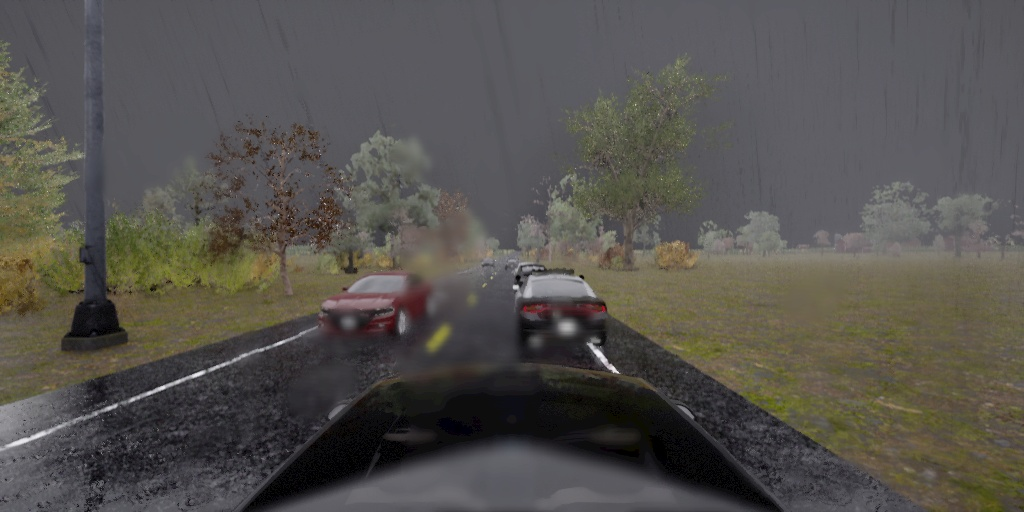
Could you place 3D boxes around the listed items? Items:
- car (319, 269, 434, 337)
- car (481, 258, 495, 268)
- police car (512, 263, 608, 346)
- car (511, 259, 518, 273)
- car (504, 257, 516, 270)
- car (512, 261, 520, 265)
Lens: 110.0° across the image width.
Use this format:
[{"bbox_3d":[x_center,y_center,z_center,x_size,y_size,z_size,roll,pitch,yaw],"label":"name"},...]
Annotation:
[{"bbox_3d":[-3.599,1.193,10.413,1.882,1.535,5.008,0,0,0],"label":"car"},{"bbox_3d":[-3.574,1.017,54.095,1.837,1.490,4.892,0,0,0],"label":"car"},{"bbox_3d":[1.050,1.145,9.428,1.930,1.638,5.238,0,0,0],"label":"police car"},{"bbox_3d":[1.051,1.180,25.320,1.812,1.442,4.674,0,0,0],"label":"car"},{"bbox_3d":[0.035,1.073,47.432,1.812,1.442,4.674,0,0,1],"label":"car"},{"bbox_3d":[1.050,1.185,19.319,1.837,1.490,4.892,0,0,0],"label":"car"}]
